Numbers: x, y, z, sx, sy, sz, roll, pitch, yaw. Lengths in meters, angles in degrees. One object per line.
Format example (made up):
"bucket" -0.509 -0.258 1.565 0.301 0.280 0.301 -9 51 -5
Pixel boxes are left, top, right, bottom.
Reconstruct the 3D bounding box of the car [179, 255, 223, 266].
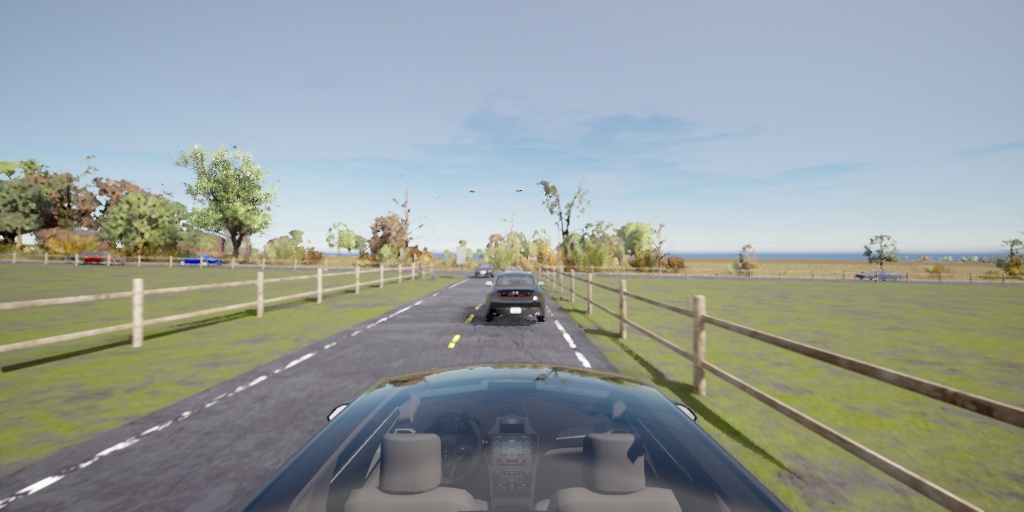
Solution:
"car" -41.772 0.588 48.173 5.008 1.535 1.882 1 0 0

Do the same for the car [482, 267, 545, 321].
"car" 0.109 1.309 12.714 1.837 1.490 4.892 0 0 0

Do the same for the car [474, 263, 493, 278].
"car" -2.730 1.433 36.484 2.128 1.511 4.902 0 0 0
